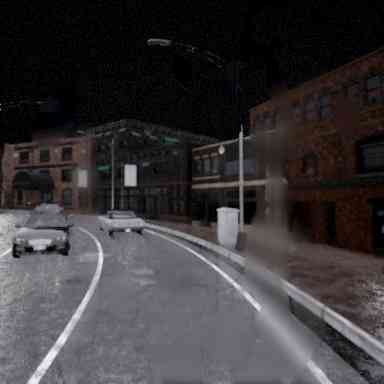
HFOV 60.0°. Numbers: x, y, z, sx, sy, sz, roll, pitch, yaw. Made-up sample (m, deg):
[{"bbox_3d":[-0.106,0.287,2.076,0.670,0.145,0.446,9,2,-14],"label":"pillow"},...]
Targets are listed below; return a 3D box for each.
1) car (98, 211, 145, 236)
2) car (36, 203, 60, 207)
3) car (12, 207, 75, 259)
[{"bbox_3d":[-4.354,1.770,19.820,1.895,1.301,4.718,1,-1,-24],"label":"car"},{"bbox_3d":[-14.654,1.809,33.697,4.181,1.385,1.994,0,-1,44],"label":"car"},{"bbox_3d":[-5.793,1.594,13.309,2.128,1.511,4.902,1,-1,-19],"label":"car"}]
